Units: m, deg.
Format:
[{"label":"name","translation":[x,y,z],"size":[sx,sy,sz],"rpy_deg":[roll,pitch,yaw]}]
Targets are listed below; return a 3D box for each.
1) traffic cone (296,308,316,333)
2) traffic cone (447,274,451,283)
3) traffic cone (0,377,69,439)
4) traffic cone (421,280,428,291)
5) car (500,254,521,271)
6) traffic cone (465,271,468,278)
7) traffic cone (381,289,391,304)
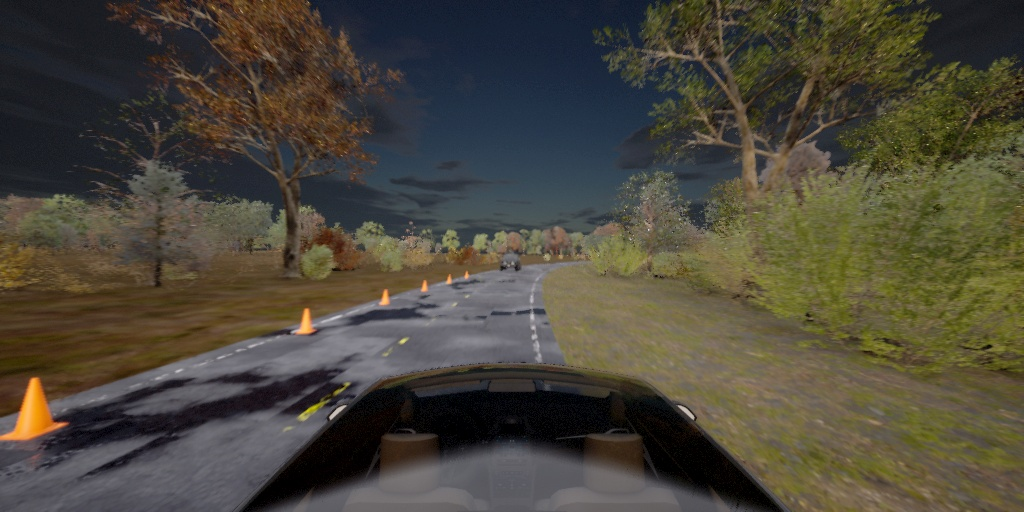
[{"label":"traffic cone","translation":[-5.149,1.605,8.994],"size":[0.340,0.580,0.340],"rpy_deg":[0,0,2]},{"label":"traffic cone","translation":[-4.218,1.529,24.145],"size":[0.340,0.580,0.340],"rpy_deg":[0,0,5]},{"label":"traffic cone","translation":[-5.232,1.632,3.934],"size":[0.340,0.580,0.340],"rpy_deg":[0,0,0]},{"label":"traffic cone","translation":[-4.642,1.553,19.102],"size":[0.340,0.580,0.340],"rpy_deg":[0,0,4]},{"label":"car","translation":[-0.134,0.735,43.323],"size":[2.150,2.045,5.566],"rpy_deg":[1,0,5]},{"label":"traffic cone","translation":[-3.679,1.507,29.177],"size":[0.340,0.580,0.340],"rpy_deg":[0,0,7]},{"label":"traffic cone","translation":[-4.953,1.578,14.051],"size":[0.340,0.580,0.340],"rpy_deg":[0,0,3]}]
